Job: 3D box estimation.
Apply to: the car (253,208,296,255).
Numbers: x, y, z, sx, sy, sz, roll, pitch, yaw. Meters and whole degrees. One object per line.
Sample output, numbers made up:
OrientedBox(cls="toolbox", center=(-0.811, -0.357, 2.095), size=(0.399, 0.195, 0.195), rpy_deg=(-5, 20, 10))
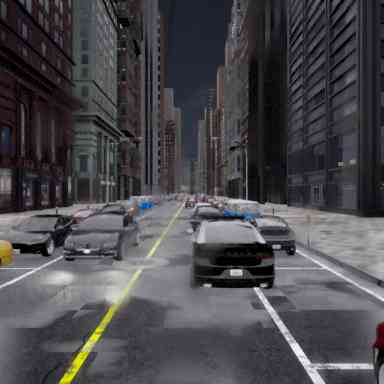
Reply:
OrientedBox(cls="car", center=(2.758, 1.553, 13.021), size=(2.008, 1.369, 4.403), rpy_deg=(0, 0, 0))

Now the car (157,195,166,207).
OrientedBox(cls="car", center=(-5.778, 1.349, 52.457), size=(2.192, 1.841, 5.009), rpy_deg=(0, 0, 0))

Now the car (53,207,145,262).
OrientedBox(cls="car", center=(-3.103, 1.507, 12.259), size=(1.837, 1.490, 4.892), rpy_deg=(0, 0, 0))

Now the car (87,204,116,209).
OrientedBox(cls="car", center=(-5.768, 1.586, 18.639), size=(1.802, 1.307, 4.206), rpy_deg=(0, 0, 0))

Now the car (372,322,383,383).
OrientedBox(cls="car", center=(2.761, 1.545, 1.748), size=(1.887, 1.381, 4.507), rpy_deg=(0, 0, 0))

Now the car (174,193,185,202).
OrientedBox(cls="car", center=(-3.020, 1.563, 78.009), size=(2.128, 1.511, 4.902), rpy_deg=(0, 0, 0))

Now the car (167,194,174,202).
OrientedBox(cls="car", center=(-5.784, 1.611, 75.004), size=(1.887, 1.381, 4.507), rpy_deg=(0, 0, 0))

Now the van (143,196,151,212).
OrientedBox(cls="van", center=(-5.774, 1.357, 35.548), size=(1.690, 1.788, 3.998), rpy_deg=(0, 0, 0))

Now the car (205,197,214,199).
OrientedBox(cls="car", center=(2.752, 1.567, 35.566), size=(2.008, 1.369, 4.403), rpy_deg=(0, 0, 0))

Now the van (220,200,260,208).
OrientedBox(cls="van", center=(2.756, 1.346, 18.657), size=(1.690, 1.788, 3.998), rpy_deg=(0, 0, 0))

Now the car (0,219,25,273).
OrientedBox(cls="car", center=(-5.765, 1.526, 7.195), size=(1.752, 1.417, 4.829), rpy_deg=(0, 0, 0))

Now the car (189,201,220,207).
OrientedBox(cls="car", center=(0.895, 1.511, 19.206), size=(1.837, 1.490, 4.892), rpy_deg=(0, 0, 0))

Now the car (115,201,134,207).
OrientedBox(cls="car", center=(-5.770, 1.573, 24.275), size=(1.947, 1.339, 4.313), rpy_deg=(0, 0, 0))

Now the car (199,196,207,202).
OrientedBox(cls="car", center=(2.740, 1.602, 80.826), size=(1.752, 1.417, 4.829), rpy_deg=(0, 0, 0))

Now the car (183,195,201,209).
OrientedBox(cls="car", center=(0.008, 1.553, 46.645), size=(1.812, 1.442, 4.674), rpy_deg=(0, 0, 0))

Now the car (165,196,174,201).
OrientedBox(cls="car", center=(-5.787, 1.652, 86.277), size=(1.947, 1.339, 4.313), rpy_deg=(0, 0, 0))

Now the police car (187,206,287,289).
OrientedBox(cls="police car", center=(0.898, 1.426, 9.316), size=(1.930, 1.638, 5.238), rpy_deg=(0, 0, 0))

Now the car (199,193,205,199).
OrientedBox(cls="car", center=(2.745, 1.356, 58.111), size=(2.192, 1.841, 5.009), rpy_deg=(0, 0, 0))

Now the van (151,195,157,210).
OrientedBox(cls="van", center=(-5.775, 1.363, 41.185), size=(1.690, 1.788, 3.998), rpy_deg=(0, 0, 0))

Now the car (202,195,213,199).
OrientedBox(cls="car", center=(2.749, 1.572, 46.838), size=(1.887, 1.381, 4.507), rpy_deg=(0, 0, 0))

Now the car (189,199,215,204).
OrientedBox(cls="car", center=(0.843, 1.535, 25.204), size=(1.812, 1.442, 4.674), rpy_deg=(0, 0, 0))

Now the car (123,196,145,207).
OrientedBox(cls="car", center=(-5.772, 1.452, 29.912), size=(1.967, 1.590, 4.097), rpy_deg=(0, 0, 0))

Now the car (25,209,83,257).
OrientedBox(cls="car", center=(-5.767, 1.568, 13.001), size=(1.947, 1.339, 4.313), rpy_deg=(0, 0, 0))
